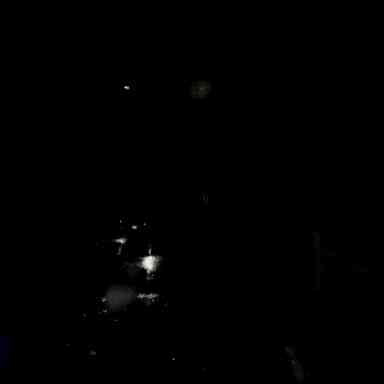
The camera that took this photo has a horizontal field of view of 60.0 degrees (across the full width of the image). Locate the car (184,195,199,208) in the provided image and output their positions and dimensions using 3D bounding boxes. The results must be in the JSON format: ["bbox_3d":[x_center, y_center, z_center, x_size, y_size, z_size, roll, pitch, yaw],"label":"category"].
[{"bbox_3d":[-0.075,1.352,48.770,2.097,1.767,4.553,0,0,0],"label":"car"}]

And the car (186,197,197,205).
[{"bbox_3d":[-0.103,1.611,58.833,1.895,1.301,4.718,0,0,0],"label":"car"}]

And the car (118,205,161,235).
[{"bbox_3d":[-2.805,1.499,18.716,1.837,1.490,4.892,0,0,0],"label":"car"}]

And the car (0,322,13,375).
[{"bbox_3d":[-2.831,1.600,1.278,1.895,1.301,4.718,0,0,0],"label":"car"}]
